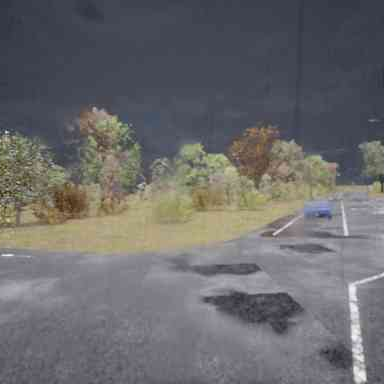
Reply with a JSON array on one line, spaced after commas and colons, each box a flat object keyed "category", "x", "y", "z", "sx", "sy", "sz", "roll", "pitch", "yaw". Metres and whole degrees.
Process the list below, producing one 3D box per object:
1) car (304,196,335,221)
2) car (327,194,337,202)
[{"category": "car", "x": 9.900, "y": 1.346, "z": 25.983, "sx": 1.882, "sy": 1.535, "sz": 5.008, "roll": -3, "pitch": -1, "yaw": 24}, {"category": "car", "x": 24.958, "y": 1.081, "z": 59.662, "sx": 2.128, "sy": 1.511, "sz": 4.902, "roll": -3, "pitch": -1, "yaw": 26}]
